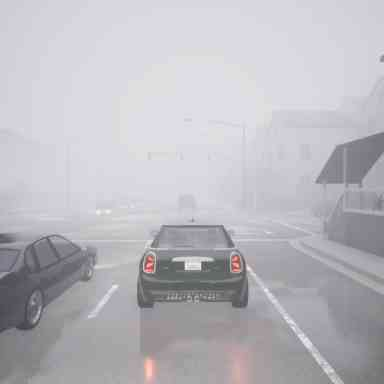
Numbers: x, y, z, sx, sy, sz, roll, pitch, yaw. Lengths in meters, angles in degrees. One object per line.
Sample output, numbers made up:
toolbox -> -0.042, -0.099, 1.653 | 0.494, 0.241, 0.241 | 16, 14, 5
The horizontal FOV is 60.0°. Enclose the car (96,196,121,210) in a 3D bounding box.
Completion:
car -> -11.030, 1.564, 43.200 | 1.994, 1.385, 4.181 | 0, 0, -1

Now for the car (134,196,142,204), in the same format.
car -> -11.181, 1.491, 61.930 | 2.128, 1.511, 4.902 | 0, 0, 0

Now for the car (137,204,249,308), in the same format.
car -> 0.005, 1.352, 8.104 | 2.097, 1.767, 4.553 | 0, 0, 0

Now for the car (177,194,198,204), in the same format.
car -> -0.495, 1.222, 40.287 | 2.150, 2.045, 5.566 | 0, 0, 4

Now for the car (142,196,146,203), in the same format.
car -> -11.225, 1.521, 72.197 | 2.128, 1.511, 4.902 | 0, 0, -1

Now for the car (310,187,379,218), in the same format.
car -> 12.730, 0.953, 27.886 | 5.566, 2.045, 2.150 | -10, 0, -2

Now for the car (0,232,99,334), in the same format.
car -> -3.486, 1.547, 6.823 | 2.033, 1.411, 5.357 | 0, 0, 0

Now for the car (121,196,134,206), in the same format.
car -> -11.120, 1.352, 52.847 | 2.097, 1.767, 4.553 | 0, 0, -1
